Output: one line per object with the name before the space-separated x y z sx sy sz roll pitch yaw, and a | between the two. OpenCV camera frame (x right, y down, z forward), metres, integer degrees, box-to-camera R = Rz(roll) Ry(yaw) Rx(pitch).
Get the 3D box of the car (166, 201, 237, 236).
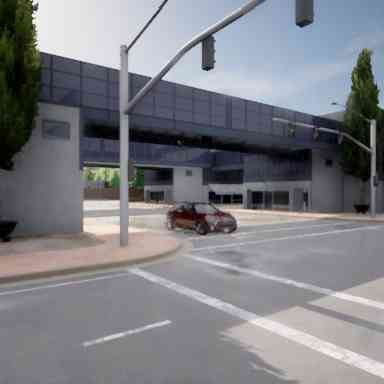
car | 0.427 1.343 18.626 2.097 1.767 4.553 0 0 -36
